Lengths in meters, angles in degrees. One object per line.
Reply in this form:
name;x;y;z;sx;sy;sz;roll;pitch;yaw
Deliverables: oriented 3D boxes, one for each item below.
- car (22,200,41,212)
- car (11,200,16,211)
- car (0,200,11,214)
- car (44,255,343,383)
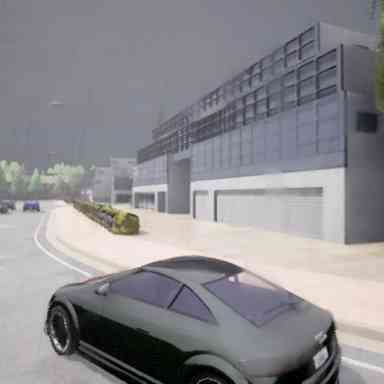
car;-21.111;1.828;43.783;1.882;1.535;5.008;0;0;-22
car;-26.583;1.891;47.851;1.837;1.490;4.892;0;0;-22
car;-23.084;1.845;39.401;1.812;1.442;4.674;0;0;-22
car;-0.254;1.600;4.568;4.181;1.385;1.994;0;0;40
